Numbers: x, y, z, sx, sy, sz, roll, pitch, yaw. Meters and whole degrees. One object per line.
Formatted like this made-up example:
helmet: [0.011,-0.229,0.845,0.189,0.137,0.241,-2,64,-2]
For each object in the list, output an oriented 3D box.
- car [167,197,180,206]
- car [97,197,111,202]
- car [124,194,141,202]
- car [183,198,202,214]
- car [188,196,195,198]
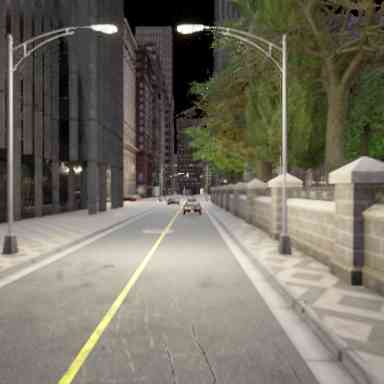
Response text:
car: [-3.016,1.515,54.834,1.994,1.385,4.181,0,0,0]
car: [-20.267,1.724,75.455,4.829,1.417,1.752,-1,1,0]
car: [-14.899,1.441,75.437,5.009,1.841,2.192,-1,1,0]
car: [0.037,1.574,34.384,1.895,1.301,4.718,0,0,0]
car: [-0.015,1.550,64.915,2.033,1.411,5.357,0,0,0]
